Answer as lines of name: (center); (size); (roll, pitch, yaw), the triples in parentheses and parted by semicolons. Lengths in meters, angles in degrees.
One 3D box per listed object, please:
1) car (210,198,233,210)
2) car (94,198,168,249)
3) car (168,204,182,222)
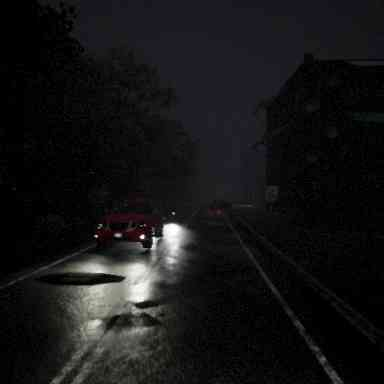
car: (3.972, 1.577, 43.887); (2.128, 1.511, 4.902); (1, 0, 25)
car: (-2.651, 1.313, 15.348); (2.150, 2.045, 5.566); (0, -1, 3)
car: (-1.984, 1.712, 27.699); (1.895, 1.301, 4.718); (0, 0, 4)
